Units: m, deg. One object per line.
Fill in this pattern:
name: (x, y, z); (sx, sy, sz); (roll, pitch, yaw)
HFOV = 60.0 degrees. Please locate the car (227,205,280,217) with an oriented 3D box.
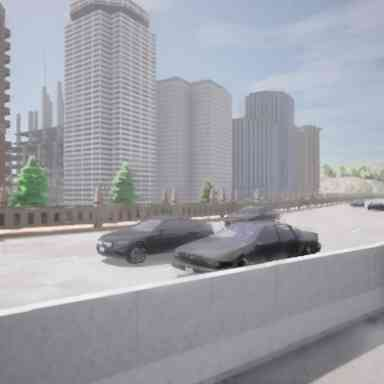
car: (4.106, 1.645, 21.983); (1.837, 1.490, 4.892); (0, 0, 43)

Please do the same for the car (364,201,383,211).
car: (24.674, 1.896, 44.558); (1.895, 1.301, 4.718); (0, 0, 33)

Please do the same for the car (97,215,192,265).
car: (-1.135, 1.602, 12.238); (4.674, 1.442, 1.812); (0, 0, -41)

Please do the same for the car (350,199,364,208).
car: (28.046, 1.916, 56.191); (2.033, 1.411, 5.357); (0, 0, 33)

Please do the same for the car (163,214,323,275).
car: (1.951, 1.613, 10.211); (5.357, 1.411, 2.033); (0, 0, -41)
